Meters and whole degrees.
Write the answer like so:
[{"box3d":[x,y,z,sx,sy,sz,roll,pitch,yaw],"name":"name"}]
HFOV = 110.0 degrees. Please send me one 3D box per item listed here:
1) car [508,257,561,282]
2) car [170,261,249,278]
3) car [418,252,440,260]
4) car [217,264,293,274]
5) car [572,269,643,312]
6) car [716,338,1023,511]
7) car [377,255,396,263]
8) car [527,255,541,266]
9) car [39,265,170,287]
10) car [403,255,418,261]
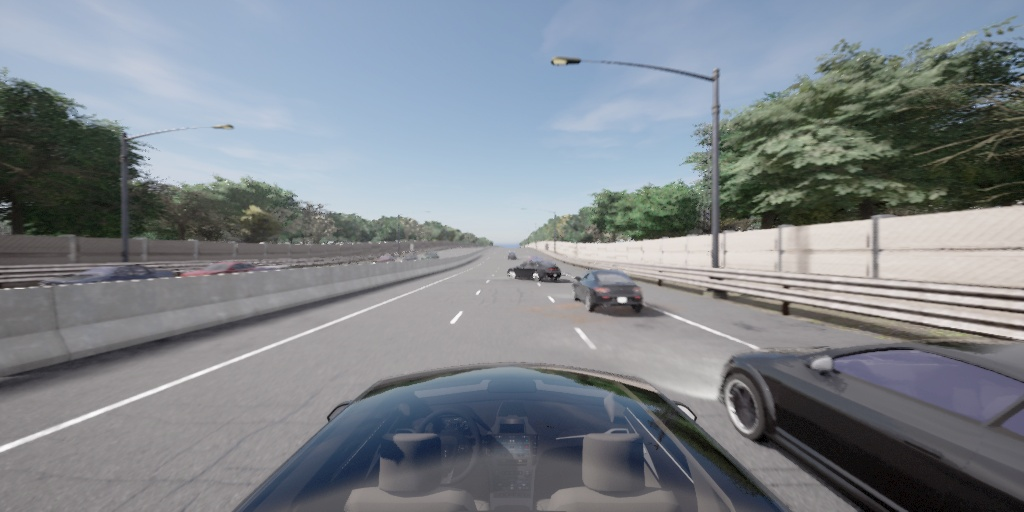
[{"box3d":[1.589,1.088,27.125,1.837,1.490,4.892,0,1,-37],"name":"car"},{"box3d":[-17.586,1.103,22.082,1.882,1.535,5.008,0,0,0],"name":"car"},{"box3d":[-14.022,0.278,62.294,2.150,2.045,5.566,0,2,1],"name":"car"},{"box3d":[-14.092,1.237,20.812,1.895,1.301,4.718,0,0,0],"name":"car"},{"box3d":[3.498,1.213,13.690,1.812,1.442,4.674,0,0,0],"name":"car"},{"box3d":[3.499,1.309,2.689,1.994,1.385,4.181,0,0,0],"name":"car"},{"box3d":[-21.021,0.628,60.346,1.812,1.442,4.674,0,2,0],"name":"car"},{"box3d":[3.496,0.695,57.682,1.812,1.442,4.674,0,2,0],"name":"car"},{"box3d":[-21.093,1.197,19.129,2.033,1.411,5.357,0,0,0],"name":"car"},{"box3d":[-17.521,0.524,62.330,1.837,1.490,4.892,0,2,1],"name":"car"}]
